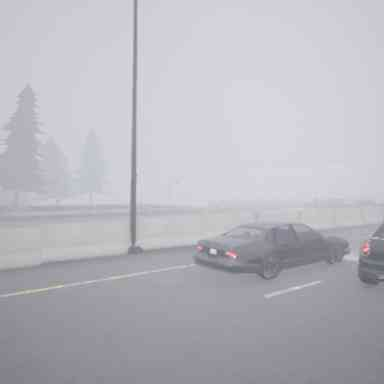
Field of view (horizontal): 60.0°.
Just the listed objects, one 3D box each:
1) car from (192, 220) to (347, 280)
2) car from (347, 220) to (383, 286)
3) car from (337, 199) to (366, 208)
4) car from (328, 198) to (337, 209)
[{"bbox_3d":[2.585,1.566,10.002,5.357,1.411,2.033,0,0,-36],"label":"car"},{"bbox_3d":[6.158,1.348,8.261,4.553,1.767,2.097,0,0,-36],"label":"car"},{"bbox_3d":[20.442,1.566,40.470,5.357,1.411,2.033,0,0,-36],"label":"car"},{"bbox_3d":[18.357,1.542,43.275,4.892,1.490,1.837,0,0,-36],"label":"car"}]
